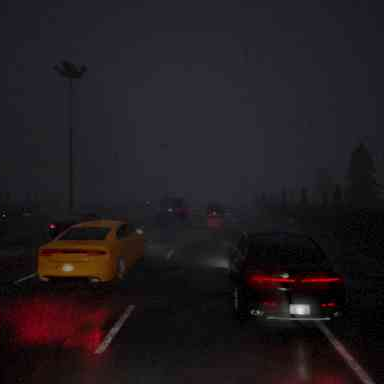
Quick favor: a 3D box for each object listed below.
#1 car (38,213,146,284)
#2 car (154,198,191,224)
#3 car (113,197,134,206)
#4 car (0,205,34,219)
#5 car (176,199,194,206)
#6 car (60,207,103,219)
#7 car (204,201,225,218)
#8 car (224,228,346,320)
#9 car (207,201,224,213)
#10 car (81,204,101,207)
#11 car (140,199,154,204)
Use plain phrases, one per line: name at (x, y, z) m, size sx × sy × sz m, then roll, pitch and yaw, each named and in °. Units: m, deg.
car at (-2.676, 1.605, 10.067) m, size 1.882 × 1.535 × 5.008 m, roll 0°, pitch 0°, yaw 4°
car at (-1.535, 1.547, 28.436) m, size 2.150 × 2.045 × 5.566 m, roll 0°, pitch -1°, yaw 3°
car at (-13.576, 2.068, 66.289) m, size 2.150 × 2.045 × 5.566 m, roll -1°, pitch -1°, yaw 17°
car at (-15.715, 1.911, 28.918) m, size 2.128 × 1.511 × 4.902 m, roll 0°, pitch -1°, yaw 4°
car at (-1.640, 2.392, 77.436) m, size 2.128 × 1.511 × 4.902 m, roll -1°, pitch -1°, yaw 26°
car at (-5.724, 1.754, 17.418) m, size 1.812 × 1.442 × 4.674 m, roll 0°, pitch -1°, yaw 4°
car at (2.382, 1.884, 35.335) m, size 1.837 × 1.490 × 4.892 m, roll 0°, pitch -1°, yaw 4°
car at (1.800, 1.577, 7.514) m, size 1.837 × 1.490 × 4.892 m, roll 0°, pitch -1°, yaw 4°
car at (3.267, 2.003, 45.365) m, size 1.812 × 1.442 × 4.674 m, roll 0°, pitch -1°, yaw 9°
car at (-11.629, 2.042, 37.851) m, size 2.033 × 1.411 × 5.357 m, roll 0°, pitch -1°, yaw 4°
car at (-9.103, 2.192, 68.675) m, size 2.097 × 1.767 × 4.553 m, roll -1°, pitch -1°, yaw 17°
